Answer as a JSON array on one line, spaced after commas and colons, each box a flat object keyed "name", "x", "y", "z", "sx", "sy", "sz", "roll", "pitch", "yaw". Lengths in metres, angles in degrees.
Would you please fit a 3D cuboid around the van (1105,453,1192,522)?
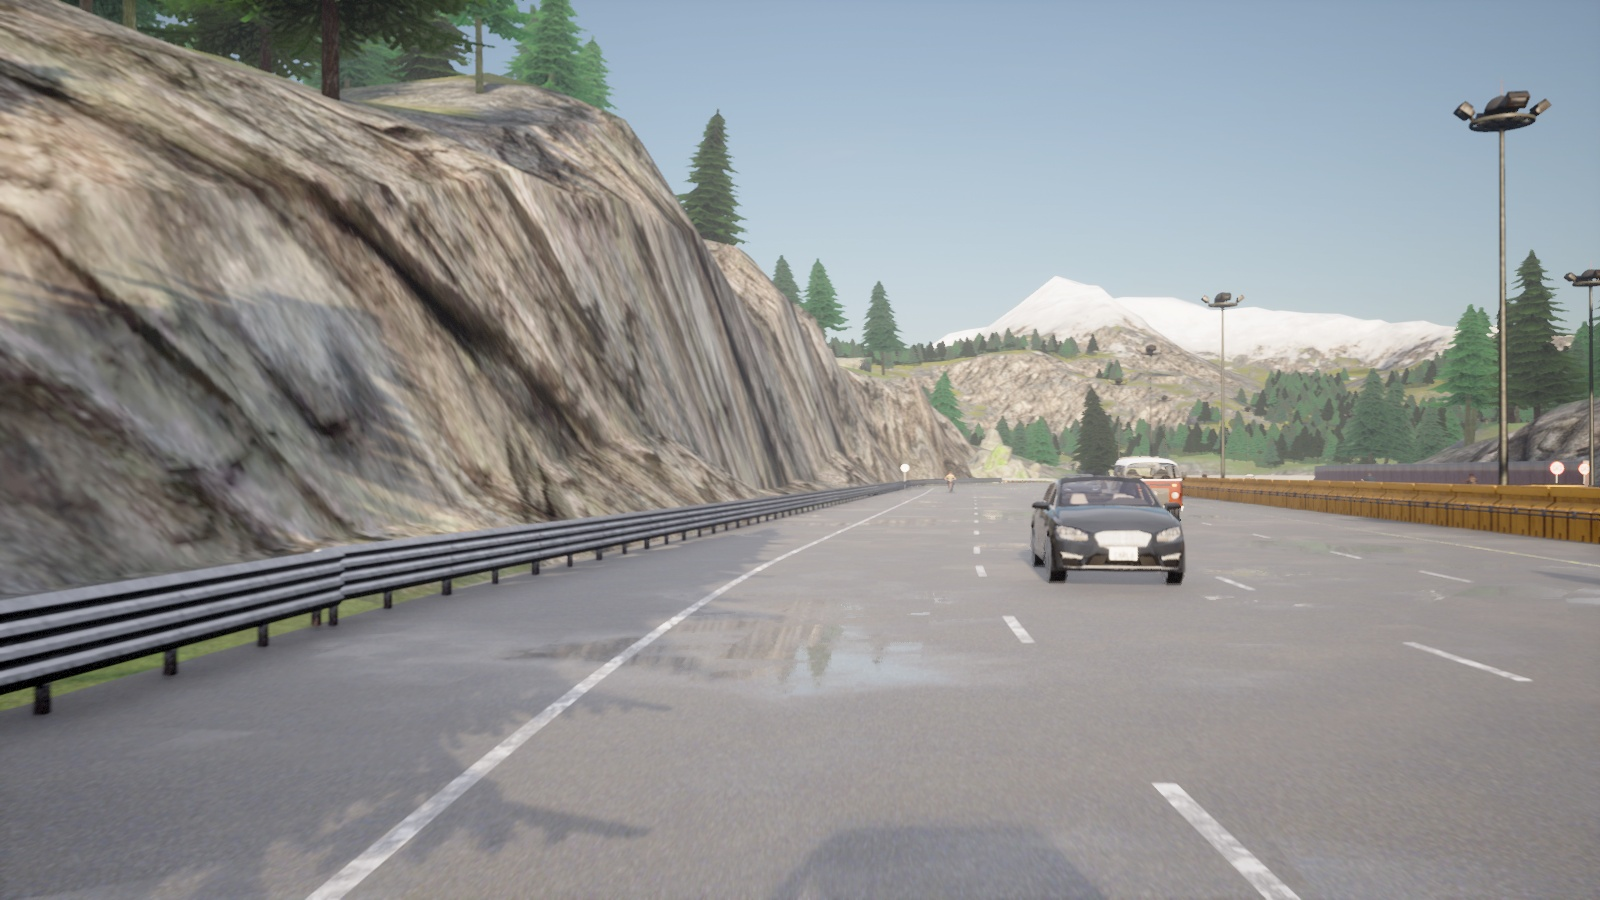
[{"name": "van", "x": 10.864, "y": 1.159, "z": 39.454, "sx": 2.069, "sy": 2.038, "sz": 4.480, "roll": 0, "pitch": -1, "yaw": 8}]

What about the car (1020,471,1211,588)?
[{"name": "car", "x": 4.521, "y": 1.068, "z": 18.781, "sx": 2.128, "sy": 1.511, "sz": 4.902, "roll": 0, "pitch": -1, "yaw": 6}]
